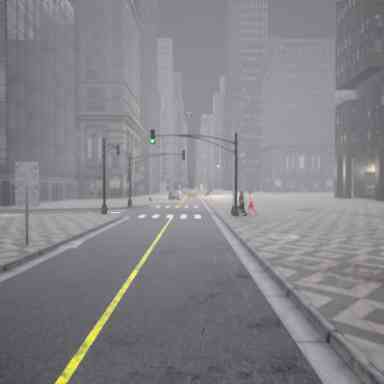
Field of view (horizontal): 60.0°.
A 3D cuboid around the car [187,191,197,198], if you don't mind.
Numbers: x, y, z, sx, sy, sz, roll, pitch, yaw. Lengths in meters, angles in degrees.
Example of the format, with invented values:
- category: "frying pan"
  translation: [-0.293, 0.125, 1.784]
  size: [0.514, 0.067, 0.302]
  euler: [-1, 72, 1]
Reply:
- category: "car"
  translation: [-0.004, 0.470, 69.619]
  size: [1.882, 1.535, 5.008]
  euler: [0, 1, 0]

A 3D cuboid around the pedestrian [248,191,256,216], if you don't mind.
- category: "pedestrian"
  translation: [4.199, 0.790, 23.761]
  size: [0.375, 1.860, 0.375]
  euler: [0, 1, 0]

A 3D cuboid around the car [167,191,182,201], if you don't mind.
- category: "car"
  translation: [-3.061, 0.682, 56.385]
  size: [1.837, 1.490, 4.892]
  euler: [0, 1, 0]

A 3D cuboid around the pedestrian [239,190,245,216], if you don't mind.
- category: "pedestrian"
  translation: [3.634, 0.783, 24.361]
  size: [0.375, 1.860, 0.375]
  euler: [0, 1, 0]

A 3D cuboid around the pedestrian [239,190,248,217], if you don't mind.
- category: "pedestrian"
  translation: [3.527, 0.798, 23.162]
  size: [0.375, 1.860, 0.375]
  euler: [0, 1, 0]
